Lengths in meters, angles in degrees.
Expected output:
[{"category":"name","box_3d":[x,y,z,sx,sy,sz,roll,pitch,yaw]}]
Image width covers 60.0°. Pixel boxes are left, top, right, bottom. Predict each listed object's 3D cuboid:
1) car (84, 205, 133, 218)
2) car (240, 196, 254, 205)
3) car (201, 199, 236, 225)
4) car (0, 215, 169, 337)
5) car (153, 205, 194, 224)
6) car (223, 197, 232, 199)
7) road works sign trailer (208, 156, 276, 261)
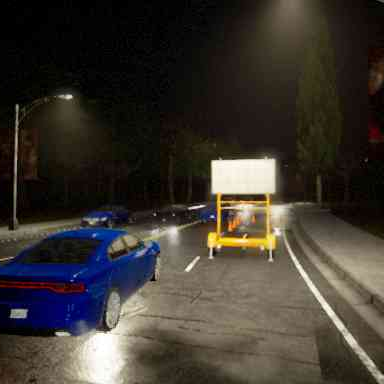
[{"category":"car","box_3d":[-5.571,1.639,22.687,1.812,1.442,4.674,0,0,15]},{"category":"car","box_3d":[10.863,1.601,65.438,2.097,1.767,4.553,-1,-1,18]},{"category":"car","box_3d":[2.083,1.548,25.104,1.882,1.535,5.008,-1,0,16]},{"category":"car","box_3d":[-2.008,1.507,6.974,1.882,1.535,5.008,0,0,8]},{"category":"car","box_3d":[-1.378,1.701,25.724,1.895,1.301,4.718,-1,0,16]},{"category":"car","box_3d":[6.697,1.751,63.039,2.128,1.511,4.902,-1,0,18]},{"category":"road works sign trailer","box_3d":[1.942,0.493,12.525,2.380,3.560,2.880,0,0,14]}]
